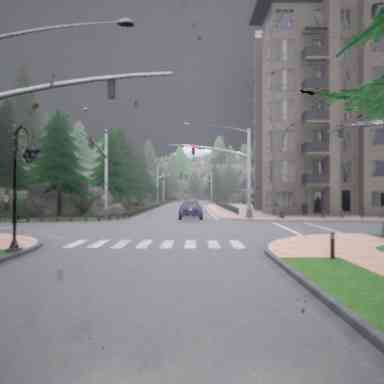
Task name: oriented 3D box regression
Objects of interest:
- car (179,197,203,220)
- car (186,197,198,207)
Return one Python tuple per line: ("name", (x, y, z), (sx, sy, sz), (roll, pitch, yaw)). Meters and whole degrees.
("car", (-0.112, 1.577, 31.061), (2.097, 1.767, 4.553), (0, -1, 0))
("car", (0.005, 1.782, 62.534), (2.097, 1.767, 4.553), (0, 0, 0))
